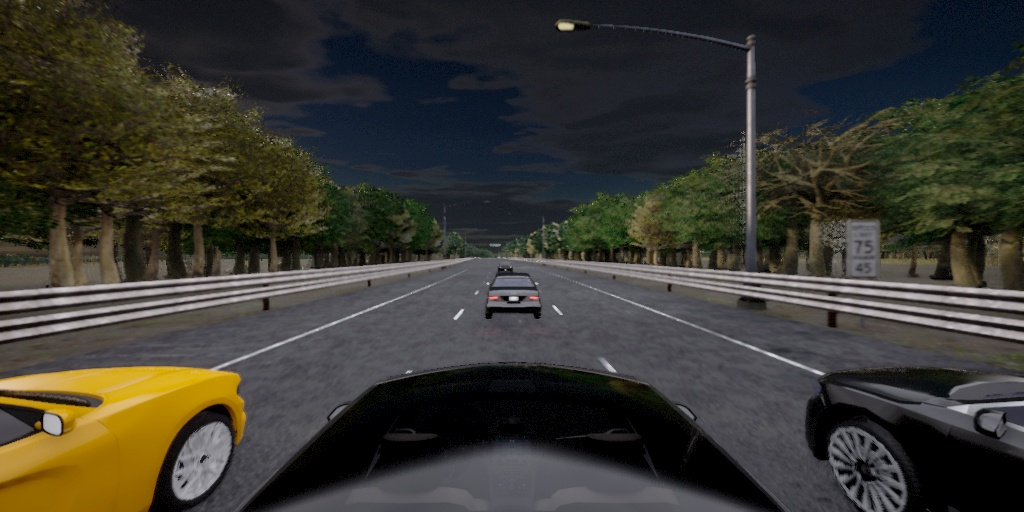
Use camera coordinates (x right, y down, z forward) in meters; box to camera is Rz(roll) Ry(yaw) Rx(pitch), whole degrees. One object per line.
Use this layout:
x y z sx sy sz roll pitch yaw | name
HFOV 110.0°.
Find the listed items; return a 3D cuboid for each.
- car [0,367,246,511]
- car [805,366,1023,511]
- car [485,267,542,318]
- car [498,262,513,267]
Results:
-3.412 1.229 1.290 1.882 1.535 5.008 0 0 0 | car
3.587 1.240 1.264 2.128 1.511 4.902 0 0 0 | car
0.019 1.298 13.018 2.033 1.411 5.357 0 0 -1 | car
-0.862 1.357 44.549 1.895 1.301 4.718 0 0 -2 | car
